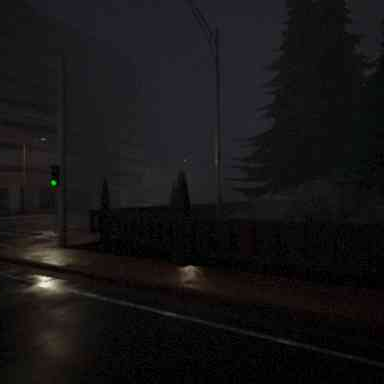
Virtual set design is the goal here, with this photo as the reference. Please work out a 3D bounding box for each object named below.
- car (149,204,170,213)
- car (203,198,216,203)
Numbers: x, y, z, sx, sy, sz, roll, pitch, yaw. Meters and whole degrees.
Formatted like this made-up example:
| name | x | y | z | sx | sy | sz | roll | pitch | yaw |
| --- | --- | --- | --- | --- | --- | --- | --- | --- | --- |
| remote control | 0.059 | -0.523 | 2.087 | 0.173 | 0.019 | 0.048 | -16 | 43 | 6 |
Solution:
| name | x | y | z | sx | sy | sz | roll | pitch | yaw |
| --- | --- | --- | --- | --- | --- | --- | --- | --- | --- |
| car | -1.831 | 1.731 | 28.450 | 1.812 | 1.442 | 4.674 | -1 | 0 | 33 |
| car | 3.573 | 1.832 | 56.394 | 1.837 | 1.490 | 4.892 | -1 | -1 | 33 |
